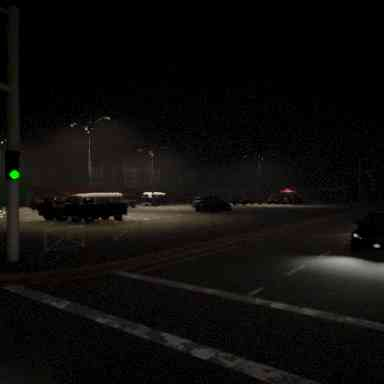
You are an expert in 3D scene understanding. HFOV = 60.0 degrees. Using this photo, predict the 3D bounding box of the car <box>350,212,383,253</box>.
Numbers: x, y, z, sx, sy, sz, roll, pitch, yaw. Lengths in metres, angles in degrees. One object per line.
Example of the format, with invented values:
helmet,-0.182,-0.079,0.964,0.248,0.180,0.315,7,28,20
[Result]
car,7.650,1.546,13.177,1.812,1.442,4.674,0,0,36

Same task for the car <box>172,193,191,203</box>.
car,-1.542,1.198,68.020,1.905,1.878,3.866,0,0,37

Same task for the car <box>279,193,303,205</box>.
car,16.510,1.170,54.559,1.932,1.855,4.605,0,0,37

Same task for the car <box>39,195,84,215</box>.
car,-14.347,1.416,36.996,1.784,1.438,3.905,0,0,37

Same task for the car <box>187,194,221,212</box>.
car,1.620,1.429,43.936,1.970,1.475,3.806,0,0,37

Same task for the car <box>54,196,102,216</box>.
car,-12.025,1.445,35.267,1.970,1.475,3.806,0,0,37

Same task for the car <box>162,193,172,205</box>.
car,-3.857,1.441,69.757,1.970,1.475,3.806,0,0,37

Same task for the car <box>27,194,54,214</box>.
car,-16.529,1.209,38.558,1.932,1.855,4.605,0,0,37

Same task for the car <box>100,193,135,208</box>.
car,-11.988,1.206,53.954,1.932,1.855,4.605,0,0,37

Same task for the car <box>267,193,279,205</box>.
car,14.221,1.176,56.331,1.905,1.878,3.866,0,0,37

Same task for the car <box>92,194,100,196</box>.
car,-14.272,1.420,55.735,1.784,1.438,3.905,0,0,37
